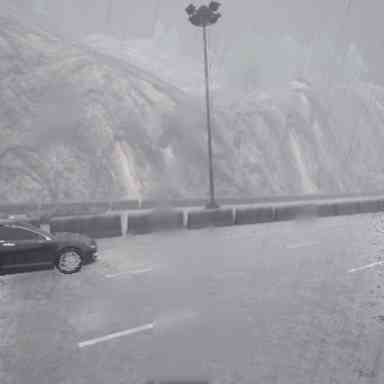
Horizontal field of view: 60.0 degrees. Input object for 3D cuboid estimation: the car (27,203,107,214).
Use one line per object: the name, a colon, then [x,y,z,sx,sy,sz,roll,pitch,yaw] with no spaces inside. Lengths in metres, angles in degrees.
car: [-8.768,1.489,23.473,5.357,1.411,2.033,-1,0,-35]

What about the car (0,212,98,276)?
car: [-4.989,1.496,8.786,4.892,1.490,1.837,-1,0,-36]

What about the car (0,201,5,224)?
car: [-15.788,1.489,22.801,4.902,1.511,2.128,-1,0,-35]

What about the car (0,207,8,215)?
car: [-11.940,1.526,16.945,4.674,1.442,1.812,-1,0,-36]
